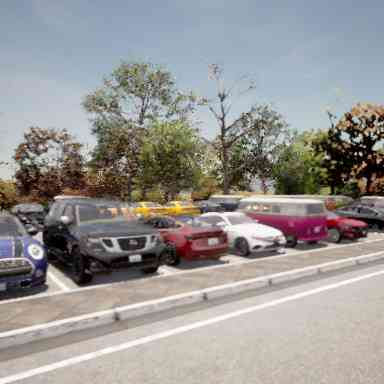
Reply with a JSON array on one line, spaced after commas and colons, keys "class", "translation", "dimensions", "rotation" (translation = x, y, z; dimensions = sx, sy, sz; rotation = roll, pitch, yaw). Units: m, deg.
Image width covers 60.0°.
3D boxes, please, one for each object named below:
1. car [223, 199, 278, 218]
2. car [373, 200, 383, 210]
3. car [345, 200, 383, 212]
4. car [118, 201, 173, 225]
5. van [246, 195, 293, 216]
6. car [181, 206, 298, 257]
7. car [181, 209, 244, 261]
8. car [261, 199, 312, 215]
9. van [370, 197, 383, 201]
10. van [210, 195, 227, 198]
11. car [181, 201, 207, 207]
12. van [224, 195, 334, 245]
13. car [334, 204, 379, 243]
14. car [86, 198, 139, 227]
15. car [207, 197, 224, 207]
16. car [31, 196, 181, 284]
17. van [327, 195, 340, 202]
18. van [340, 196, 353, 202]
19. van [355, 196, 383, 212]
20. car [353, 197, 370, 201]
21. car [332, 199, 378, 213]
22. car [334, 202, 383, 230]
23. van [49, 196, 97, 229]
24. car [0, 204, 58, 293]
[{"class": "car", "translation": [5.527, 1.524, 32.020], "dimensions": [1.946, 1.575, 5.366], "rotation": [0, 0, -35]}, {"class": "car", "translation": [30.224, 1.981, 49.828], "dimensions": [2.097, 1.535, 5.008], "rotation": [1, -1, -35]}, {"class": "car", "translation": [23.454, 1.866, 45.011], "dimensions": [2.002, 1.452, 4.674], "rotation": [1, -1, -35]}, {"class": "car", "translation": [-3.706, 1.497, 25.665], "dimensions": [2.097, 1.535, 5.008], "rotation": [0, 0, -35]}, {"class": "van", "translation": [7.743, 1.308, 33.682], "dimensions": [1.878, 1.987, 4.442], "rotation": [0, 0, -35]}, {"class": "car", "translation": [1.561, 1.531, 13.368], "dimensions": [2.002, 1.452, 4.674], "rotation": [0, 0, -35]}, {"class": "car", "translation": [-0.716, 1.513, 11.780], "dimensions": [2.163, 1.488, 4.792], "rotation": [0, 0, -35]}, {"class": "car", "translation": [9.929, 1.541, 35.388], "dimensions": [2.097, 1.535, 5.008], "rotation": [0, 0, -35]}, {"class": "van", "translation": [15.199, 1.309, 22.934], "dimensions": [1.878, 1.987, 4.442], "rotation": [0, 0, -35]}, {"class": "van", "translation": [3.095, 1.294, 30.659], "dimensions": [1.878, 1.987, 4.442], "rotation": [0, 0, -35]}, {"class": "car", "translation": [-1.347, 1.505, 27.345], "dimensions": [2.097, 1.535, 5.008], "rotation": [0, 0, -35]}, {"class": "van", "translation": [3.757, 1.272, 15.071], "dimensions": [1.878, 1.987, 4.442], "rotation": [0, 0, -35]}, {"class": "car", "translation": [6.082, 1.505, 16.591], "dimensions": [2.097, 1.535, 5.008], "rotation": [0, 0, -35]}, {"class": "car", "translation": [-5.845, 1.365, 24.109], "dimensions": [2.185, 1.767, 4.553], "rotation": [0, 0, -35]}, {"class": "car", "translation": [0.910, 1.513, 28.951], "dimensions": [2.231, 1.521, 4.892], "rotation": [0, 0, -35]}, {"class": "car", "translation": [-2.943, 1.225, 10.122], "dimensions": [2.435, 2.045, 5.566], "rotation": [0, 0, -35]}, {"class": "van", "translation": [14.364, 1.392, 38.683], "dimensions": [1.878, 1.987, 4.442], "rotation": [1, -1, -35]}, {"class": "van", "translation": [16.518, 1.442, 40.217], "dimensions": [1.878, 1.987, 4.442], "rotation": [1, -1, -35]}, {"class": "van", "translation": [25.542, 1.649, 46.644], "dimensions": [1.878, 1.987, 4.442], "rotation": [1, -1, -35]}, {"class": "car", "translation": [18.859, 1.468, 41.706], "dimensions": [2.435, 2.045, 5.566], "rotation": [1, -1, -35]}, {"class": "car", "translation": [21.199, 1.774, 43.401], "dimensions": [2.097, 1.535, 5.008], "rotation": [1, -1, -35]}, {"class": "car", "translation": [10.624, 1.549, 19.782], "dimensions": [2.163, 1.488, 4.792], "rotation": [0, 0, -35]}, {"class": "van", "translation": [-8.187, 1.257, 22.624], "dimensions": [1.878, 1.987, 4.442], "rotation": [0, 0, -35]}, {"class": "car", "translation": [-5.236, 1.346, 8.563], "dimensions": [2.185, 1.767, 4.553], "rotation": [0, 0, -35]}]
